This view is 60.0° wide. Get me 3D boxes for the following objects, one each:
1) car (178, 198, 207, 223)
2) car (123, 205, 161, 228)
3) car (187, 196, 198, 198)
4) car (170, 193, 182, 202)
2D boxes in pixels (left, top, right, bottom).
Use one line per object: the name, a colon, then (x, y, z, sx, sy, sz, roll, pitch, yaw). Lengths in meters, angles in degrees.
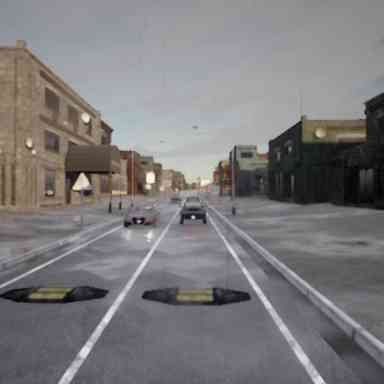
car: (0.092, 1.436, 24.771, 1.837, 1.490, 4.892, 0, 0, 0)
car: (-3.105, 1.509, 21.359, 1.994, 1.385, 4.181, 0, 0, 0)
car: (0.086, 1.261, 42.859, 2.033, 1.649, 4.856, 0, 1, 0)
car: (-3.035, 1.021, 64.079, 2.097, 1.767, 4.553, 0, 0, 0)
